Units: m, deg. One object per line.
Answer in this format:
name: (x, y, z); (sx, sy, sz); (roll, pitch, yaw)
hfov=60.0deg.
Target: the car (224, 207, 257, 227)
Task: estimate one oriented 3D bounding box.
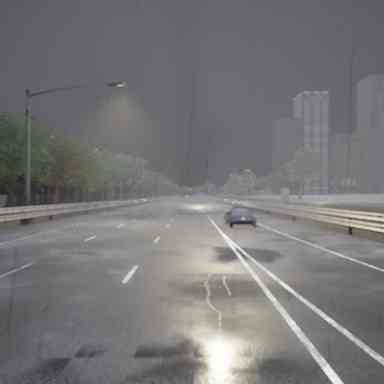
car: (3.534, 1.814, 24.872); (1.994, 1.385, 4.181); (0, -1, 0)
